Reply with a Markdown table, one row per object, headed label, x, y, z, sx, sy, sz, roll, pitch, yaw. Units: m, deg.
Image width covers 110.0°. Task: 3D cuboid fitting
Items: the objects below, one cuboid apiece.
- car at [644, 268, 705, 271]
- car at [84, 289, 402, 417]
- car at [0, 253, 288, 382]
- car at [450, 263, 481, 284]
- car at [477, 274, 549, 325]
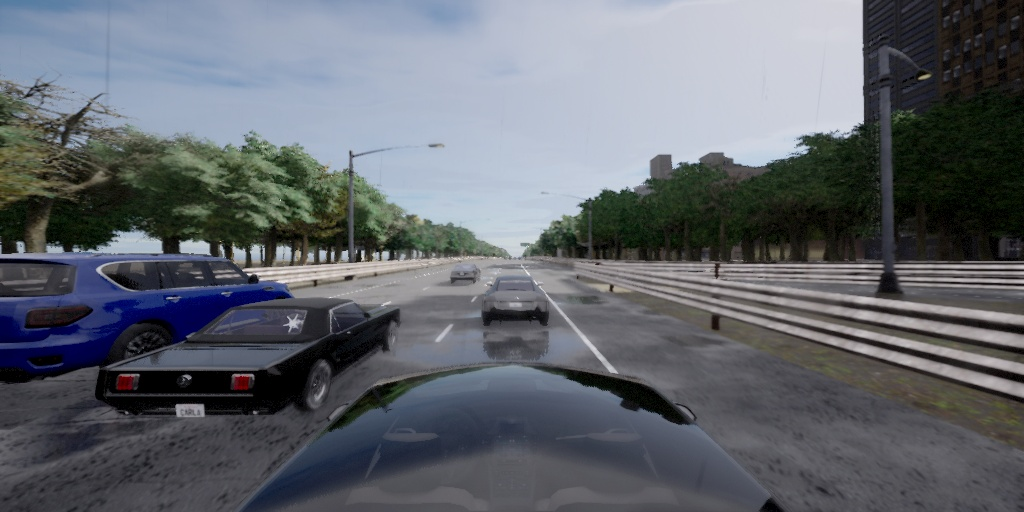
| label | x | y | z | sx | sy | sz | roll | pitch | yaw |
| --- | --- | --- | --- | --- | --- | --- | --- | --- | --- |
| car | 13.067 | 1.261 | 29.280 | 1.895 | 1.301 | 4.718 | 0 | -1 | -25 |
| car | -3.400 | 1.351 | 6.019 | 1.895 | 1.301 | 4.718 | 0 | 0 | 0 |
| car | -6.902 | 0.972 | 7.272 | 2.150 | 2.045 | 5.566 | 0 | 0 | 0 |
| car | -3.404 | 1.262 | 26.963 | 2.033 | 1.411 | 5.357 | 0 | 0 | 0 |
| car | 0.100 | 1.315 | 11.854 | 1.994 | 1.385 | 4.181 | 0 | 0 | 0 |
